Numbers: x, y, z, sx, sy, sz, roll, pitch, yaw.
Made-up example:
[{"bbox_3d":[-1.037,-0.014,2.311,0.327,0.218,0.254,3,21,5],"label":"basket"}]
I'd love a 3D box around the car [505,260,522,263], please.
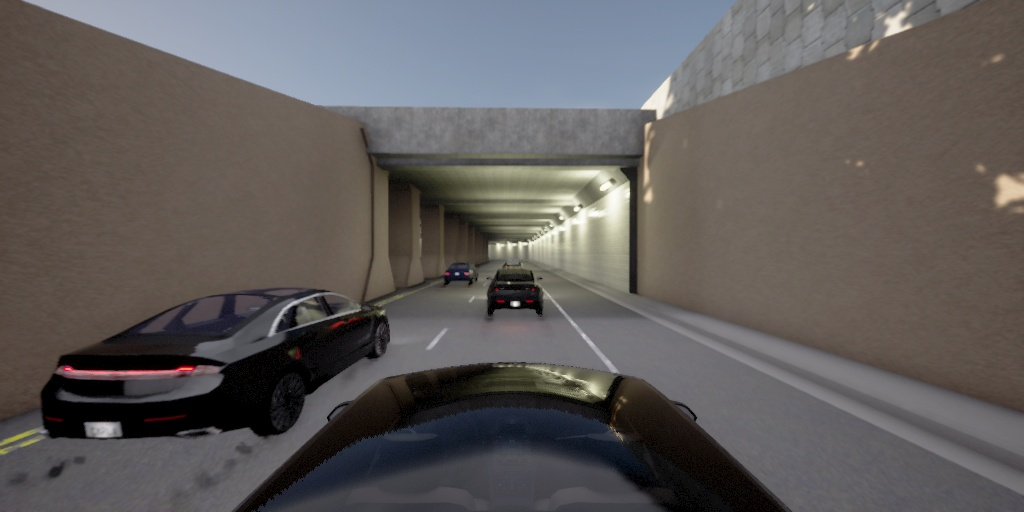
[{"bbox_3d":[0.099,1.046,30.096,2.128,1.511,4.902,0,0,0],"label":"car"}]

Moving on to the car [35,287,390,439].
[{"bbox_3d":[-3.404,1.216,5.412,2.128,1.511,4.902,0,0,0],"label":"car"}]

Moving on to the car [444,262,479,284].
[{"bbox_3d":[-3.401,1.140,24.654,2.033,1.411,5.357,0,0,0],"label":"car"}]

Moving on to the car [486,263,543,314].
[{"bbox_3d":[0.101,1.176,13.229,1.837,1.490,4.892,0,0,0],"label":"car"}]
